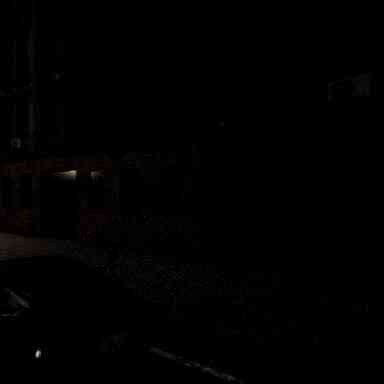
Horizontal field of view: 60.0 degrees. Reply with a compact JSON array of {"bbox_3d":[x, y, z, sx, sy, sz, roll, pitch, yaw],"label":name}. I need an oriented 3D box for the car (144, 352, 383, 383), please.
[{"bbox_3d":[2.136,1.551,1.286,4.403,1.369,2.008,0,0,35],"label":"car"}]

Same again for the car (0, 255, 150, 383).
[{"bbox_3d":[-2.489,1.565,4.584,4.313,1.339,1.947,0,0,35],"label":"car"}]
